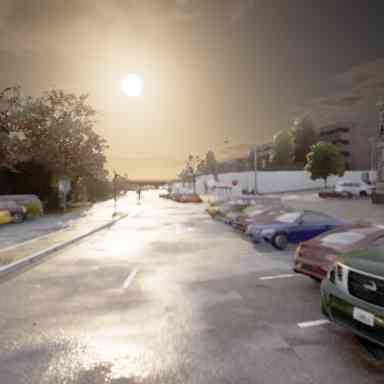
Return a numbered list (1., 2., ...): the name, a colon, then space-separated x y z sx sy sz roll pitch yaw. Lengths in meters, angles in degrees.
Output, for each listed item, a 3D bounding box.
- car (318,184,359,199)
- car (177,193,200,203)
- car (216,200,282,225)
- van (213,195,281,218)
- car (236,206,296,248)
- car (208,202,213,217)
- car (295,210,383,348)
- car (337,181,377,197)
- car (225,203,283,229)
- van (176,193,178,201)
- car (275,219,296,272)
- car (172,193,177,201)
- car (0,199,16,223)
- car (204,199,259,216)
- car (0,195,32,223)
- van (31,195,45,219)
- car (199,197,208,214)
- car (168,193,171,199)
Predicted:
1. car: 18.863 0.146 43.924 2.002 1.452 4.674 -7 4 -28
2. car: -0.046 1.459 69.922 4.553 1.767 2.185 0 0 -28
3. car: 4.304 1.451 20.219 4.892 1.521 2.231 1 0 -23
4. van: 4.055 1.218 23.188 4.442 1.987 1.878 1 0 -23
5. car: 4.523 1.499 14.180 4.674 1.452 2.002 1 0 -22
6. car: 4.031 1.315 26.264 4.553 1.767 2.185 1 0 -23
7. car: 4.703 1.221 5.105 5.566 2.045 2.435 1 0 -21
8. car: 21.826 -0.433 44.339 2.435 2.045 5.566 -7 4 -28
9. car: 4.413 1.494 17.203 4.674 1.452 2.002 1 0 -22
10. van: -0.545 1.350 72.858 4.442 1.987 1.878 0 0 -29
11. car: 4.671 1.508 8.145 4.674 1.452 2.002 1 0 -21
12. car: -0.913 1.316 75.874 5.566 2.045 2.435 1 0 -29
13. car: -14.220 1.487 20.675 5.366 1.575 1.946 -1 0 -22
14. car: 3.815 1.467 32.250 4.792 1.488 2.163 1 0 -24
15. car: -14.168 1.359 23.715 4.553 1.767 2.185 -1 0 -23
16. van: -14.262 1.255 26.708 4.442 1.987 1.878 -1 0 -23
17. car: 3.655 1.430 29.193 5.366 1.575 1.946 1 0 -24
18. car: -2.729 1.283 87.786 5.566 2.045 2.435 0 0 -29
